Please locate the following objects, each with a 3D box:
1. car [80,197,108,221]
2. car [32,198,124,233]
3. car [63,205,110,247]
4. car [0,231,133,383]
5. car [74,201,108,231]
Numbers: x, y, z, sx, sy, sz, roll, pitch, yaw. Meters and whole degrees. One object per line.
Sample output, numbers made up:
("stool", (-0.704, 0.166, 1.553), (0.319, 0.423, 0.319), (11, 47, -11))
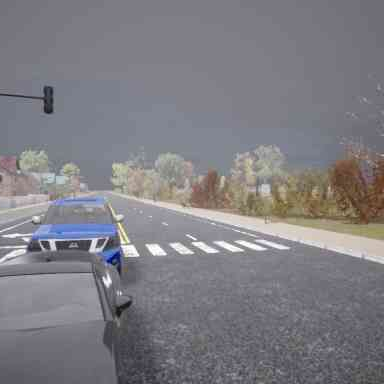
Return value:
("car", (-8.077, 1.338, 27.595), (2.097, 1.767, 4.553), (0, 0, -15))
("car", (-3.348, 1.218, 10.028), (2.150, 2.045, 5.566), (0, 0, -15))
("car", (-4.986, 1.499, 16.106), (1.837, 1.490, 4.892), (0, 0, -15))
("car", (-1.729, 1.524, 3.934), (1.812, 1.442, 4.674), (0, 0, -13))
("car", (-6.535, 1.468, 21.856), (1.882, 1.535, 5.008), (0, 0, -15))
